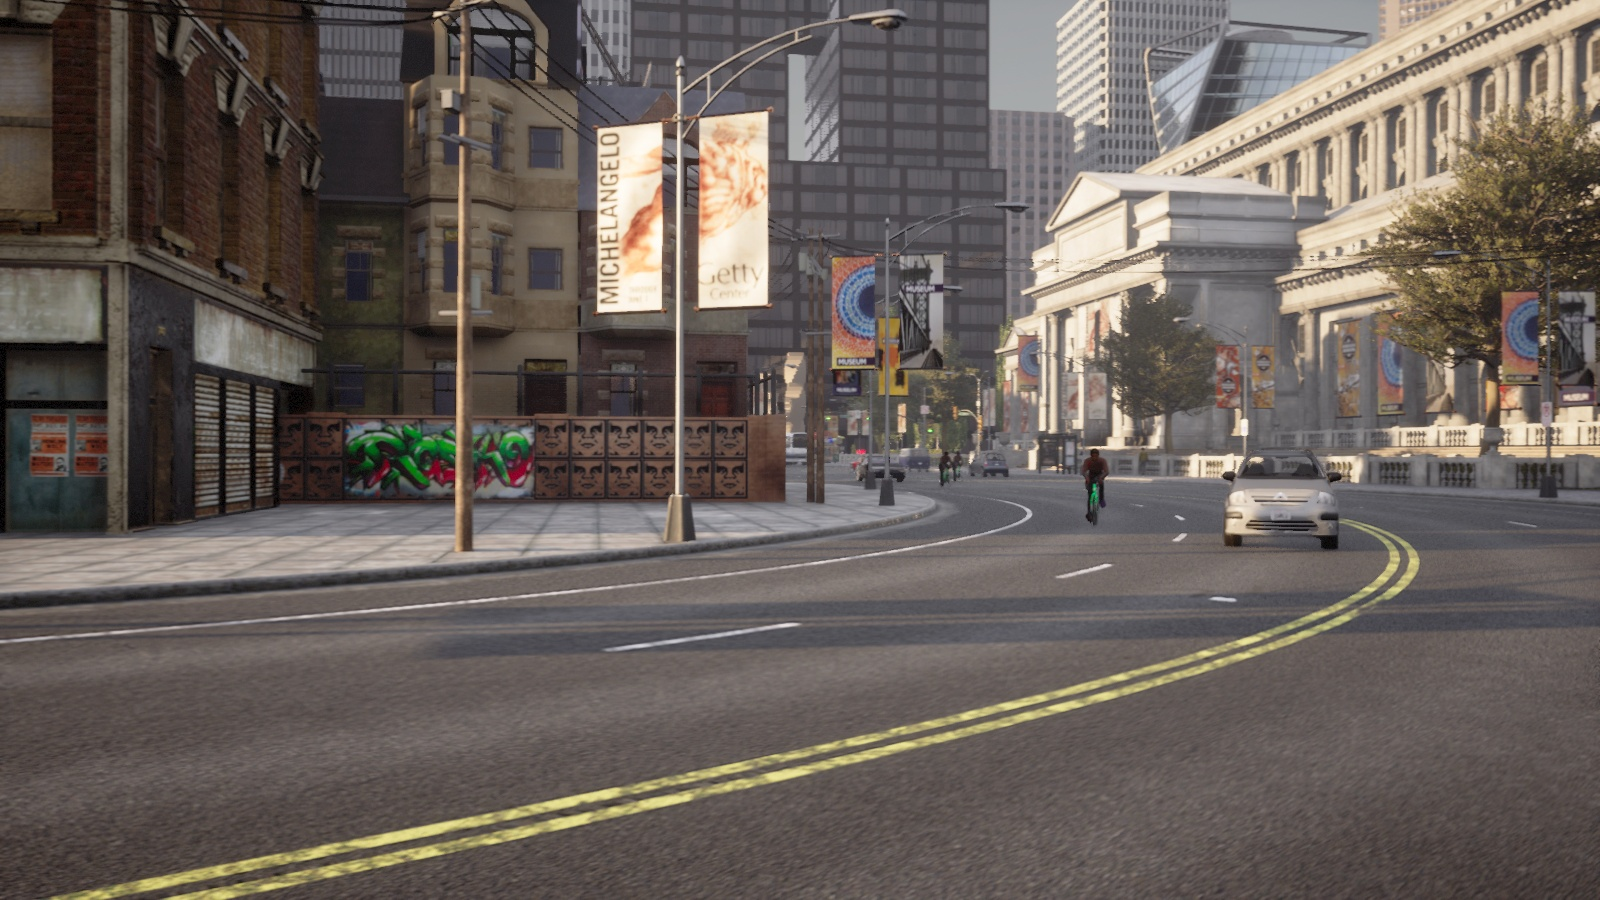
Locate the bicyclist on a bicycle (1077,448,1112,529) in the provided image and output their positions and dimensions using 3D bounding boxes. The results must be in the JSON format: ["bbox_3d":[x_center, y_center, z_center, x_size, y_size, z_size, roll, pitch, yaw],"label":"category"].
[{"bbox_3d":[6.121,0.765,26.033,0.582,1.620,1.656,0,0,17],"label":"bicyclist on a bicycle"}]

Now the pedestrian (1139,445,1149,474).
[{"bbox_3d":[21.855,0.597,79.733,0.370,1.835,0.726,0,0,-4],"label":"pedestrian"}]

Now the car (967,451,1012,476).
[{"bbox_3d":[12.527,0.874,83.179,1.851,1.617,3.988,0,0,-9],"label":"car"}]

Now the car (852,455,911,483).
[{"bbox_3d":[4.339,0.995,67.483,2.033,1.411,5.357,0,0,-9],"label":"car"}]

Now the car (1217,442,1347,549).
[{"bbox_3d":[8.106,0.689,21.165,1.851,1.617,3.988,0,0,21],"label":"car"}]
